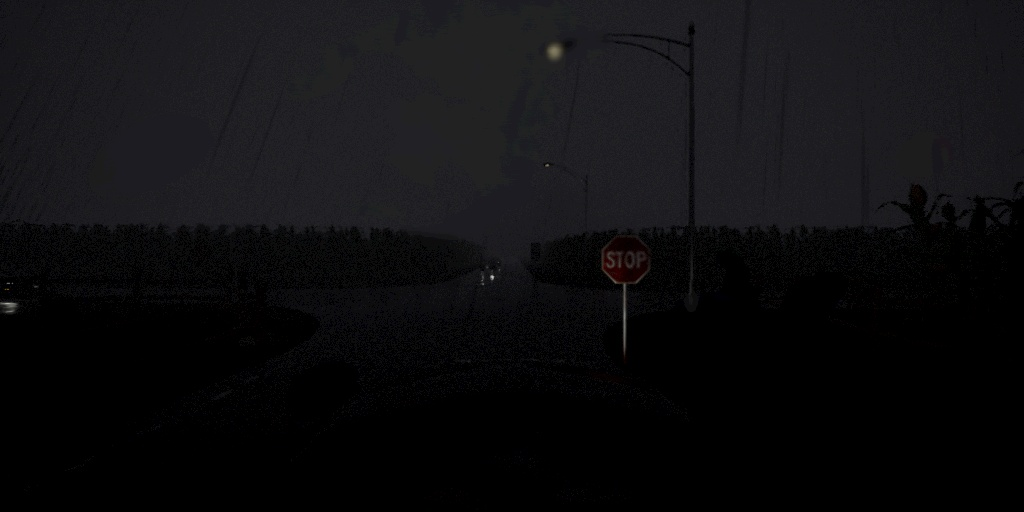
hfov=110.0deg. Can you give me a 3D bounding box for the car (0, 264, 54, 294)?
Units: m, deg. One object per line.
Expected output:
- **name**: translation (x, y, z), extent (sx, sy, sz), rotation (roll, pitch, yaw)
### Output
- **car**: translation (-23.452, 1.067, 15.875), extent (4.892, 1.490, 1.837), rotation (1, 0, 1)

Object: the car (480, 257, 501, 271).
- **car**: translation (-2.765, 1.001, 42.568), extent (2.128, 1.511, 4.902), rotation (0, 1, 0)
